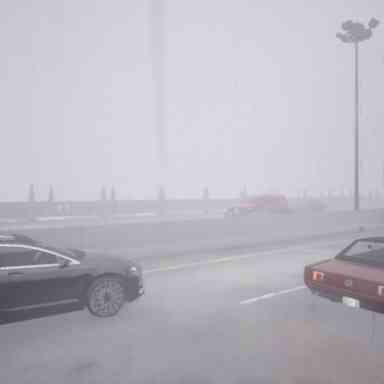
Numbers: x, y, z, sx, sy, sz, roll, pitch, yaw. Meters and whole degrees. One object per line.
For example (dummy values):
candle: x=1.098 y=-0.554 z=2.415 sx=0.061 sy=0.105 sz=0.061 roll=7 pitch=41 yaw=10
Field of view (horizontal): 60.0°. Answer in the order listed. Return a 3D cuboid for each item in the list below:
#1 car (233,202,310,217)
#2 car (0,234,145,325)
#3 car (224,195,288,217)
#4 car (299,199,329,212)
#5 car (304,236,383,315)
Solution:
car: x=4.926 y=1.569 z=20.410 sx=4.181 sy=1.385 sz=1.994 roll=0 pitch=0 yaw=-36
car: x=-3.221 y=1.494 z=5.781 sx=4.902 sy=1.511 sz=2.128 roll=0 pitch=0 yaw=-35
car: x=4.925 y=1.227 z=24.711 sx=5.566 sy=2.045 sz=2.150 roll=0 pitch=0 yaw=-36
car: x=12.045 y=1.512 z=34.088 sx=4.892 sy=1.490 sz=1.837 roll=0 pitch=0 yaw=-35
car: x=4.543 y=1.602 z=6.994 sx=4.718 sy=1.301 sz=1.895 roll=0 pitch=0 yaw=-35
